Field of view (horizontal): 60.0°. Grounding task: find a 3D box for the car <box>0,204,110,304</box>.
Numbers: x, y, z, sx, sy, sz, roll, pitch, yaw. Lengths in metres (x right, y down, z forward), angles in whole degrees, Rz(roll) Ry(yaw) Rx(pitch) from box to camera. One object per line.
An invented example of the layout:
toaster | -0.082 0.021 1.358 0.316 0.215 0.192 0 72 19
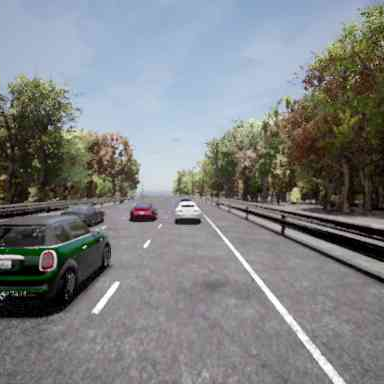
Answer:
car | -3.494 1.345 8.242 2.097 1.767 4.553 0 0 -1

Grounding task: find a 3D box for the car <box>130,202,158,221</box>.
car | -3.885 1.543 27.372 1.994 1.385 4.181 0 0 -1

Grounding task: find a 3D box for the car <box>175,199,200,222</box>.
car | -0.338 1.492 25.556 1.812 1.442 4.674 0 0 -1

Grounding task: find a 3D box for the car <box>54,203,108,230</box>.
car | -7.266 1.539 22.446 2.033 1.411 5.357 0 0 -2
